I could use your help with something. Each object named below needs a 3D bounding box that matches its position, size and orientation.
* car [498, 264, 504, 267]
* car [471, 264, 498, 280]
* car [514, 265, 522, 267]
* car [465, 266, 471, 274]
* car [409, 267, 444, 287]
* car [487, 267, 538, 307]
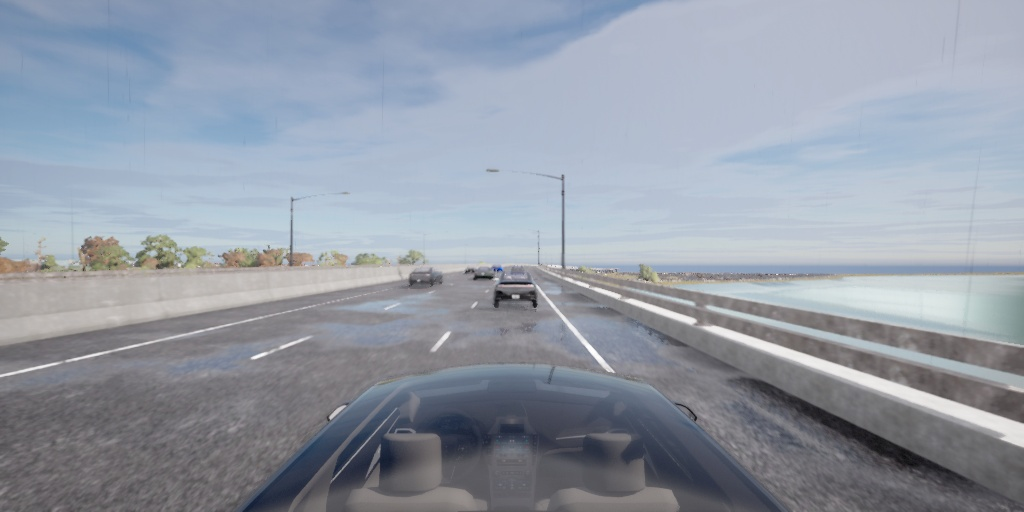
[{"bbox_3d":[-2.442,2.062,58.957,1.882,1.535,5.008,0,-1,2],"label":"car"},{"bbox_3d":[-2.982,1.846,39.291,1.994,1.385,4.181,0,-1,1],"label":"car"},{"bbox_3d":[0.889,2.064,53.621,1.994,1.385,4.181,0,-1,2],"label":"car"},{"bbox_3d":[-6.044,2.137,55.953,1.895,1.301,4.718,0,-1,2],"label":"car"},{"bbox_3d":[-6.689,1.615,28.354,2.128,1.511,4.902,0,-1,1],"label":"car"},{"bbox_3d":[0.173,1.451,16.798,2.128,1.511,4.902,0,-1,0],"label":"car"}]
